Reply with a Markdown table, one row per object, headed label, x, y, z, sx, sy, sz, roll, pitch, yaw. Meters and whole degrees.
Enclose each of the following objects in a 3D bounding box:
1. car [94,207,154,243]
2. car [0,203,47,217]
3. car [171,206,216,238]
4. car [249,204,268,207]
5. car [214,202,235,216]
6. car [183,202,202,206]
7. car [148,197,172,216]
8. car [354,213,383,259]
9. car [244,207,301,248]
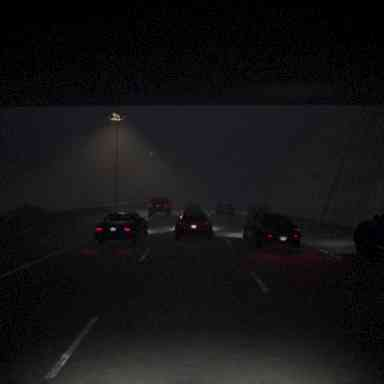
| label | x | y | z | sx | sy | sz | roll | pitch | yaw |
| --- | --- | --- | --- | --- | --- | --- | --- | --- | --- |
| car | -3.412 | 1.687 | 16.878 | 2.033 | 1.411 | 5.357 | 0 | 0 | 0 |
| car | -14.112 | 1.724 | 28.341 | 2.128 | 1.511 | 4.902 | 0 | 0 | 0 |
| car | 0.088 | 1.717 | 18.575 | 1.994 | 1.385 | 4.181 | 0 | 0 | 0 |
| car | 7.085 | 1.892 | 35.450 | 1.895 | 1.301 | 4.718 | 0 | 0 | 0 |
| car | 3.585 | 1.795 | 36.956 | 2.128 | 1.511 | 4.902 | 0 | 0 | 0 |
| car | 0.086 | 1.795 | 36.953 | 2.128 | 1.511 | 4.902 | 0 | 0 | 0 |
| car | -3.415 | 1.518 | 36.057 | 2.150 | 2.045 | 5.566 | 0 | 0 | 0 |
| car | 7.091 | 1.305 | 9.997 | 2.150 | 2.045 | 5.566 | 0 | 0 | 0 |
| car | 3.576 | 1.653 | 15.363 | 1.812 | 1.442 | 4.674 | 0 | 0 | 0 |
